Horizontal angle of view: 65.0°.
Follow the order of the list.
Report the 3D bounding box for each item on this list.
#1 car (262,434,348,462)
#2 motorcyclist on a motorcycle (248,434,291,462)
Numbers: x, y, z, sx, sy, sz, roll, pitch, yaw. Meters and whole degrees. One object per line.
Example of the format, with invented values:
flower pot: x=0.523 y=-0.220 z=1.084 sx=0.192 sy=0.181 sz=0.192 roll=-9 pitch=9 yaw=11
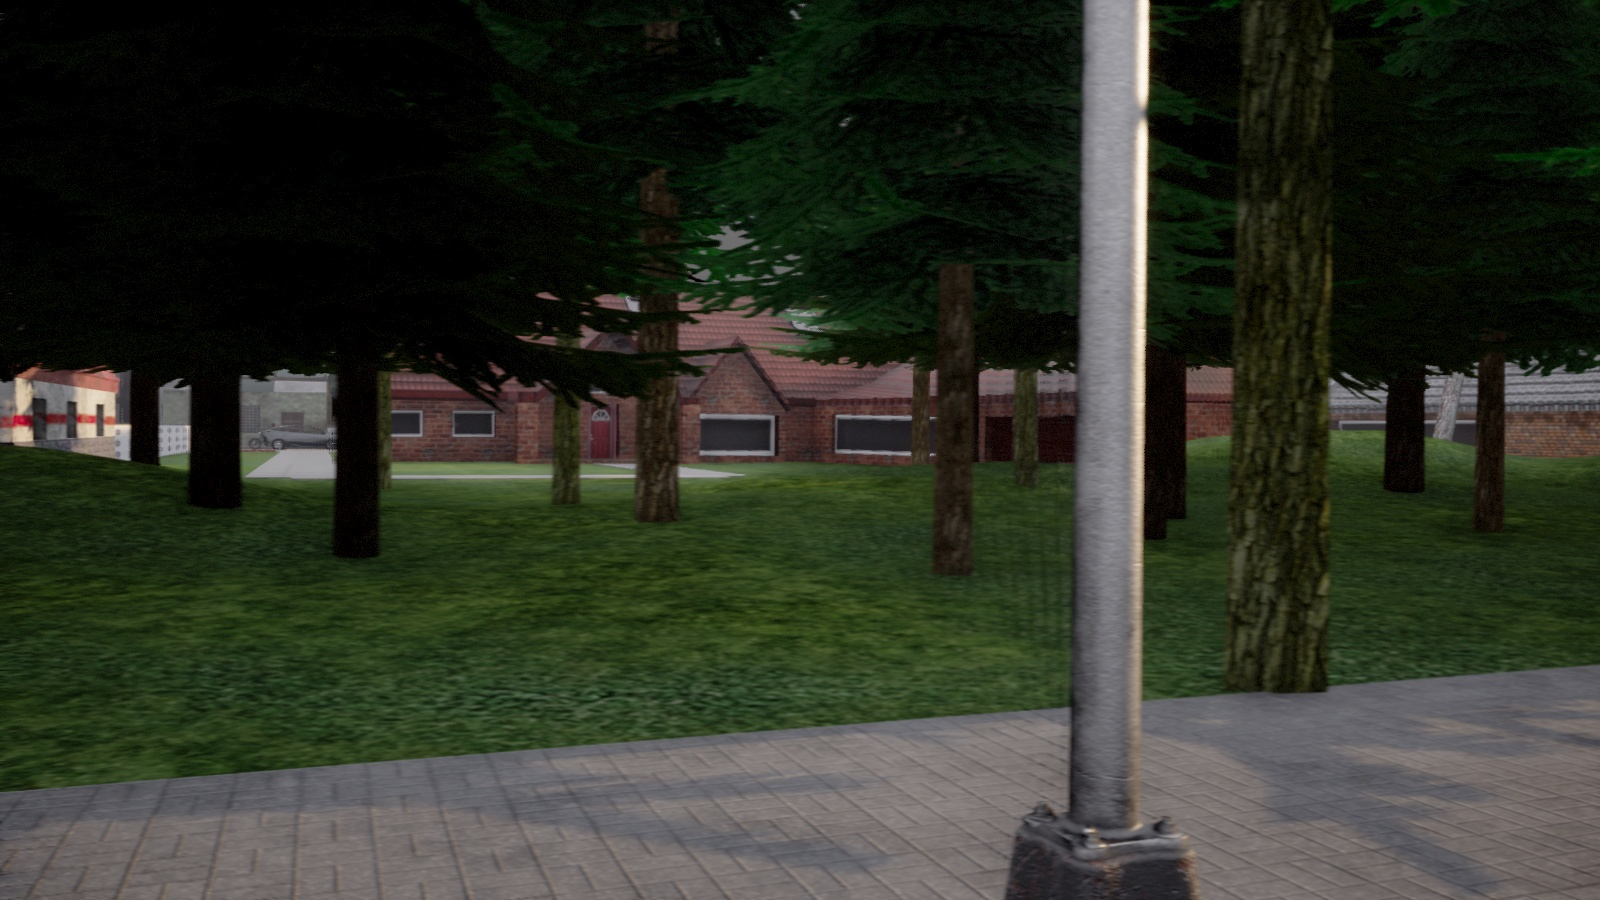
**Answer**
car: x=-28.462 y=-0.124 z=72.304 sx=4.514 sy=1.525 sz=2.007 roll=-1 pitch=1 yaw=-21
motorcyclist on a motorcycle: x=-31.798 y=-0.133 z=75.316 sx=2.350 sy=1.649 sz=0.766 roll=-1 pitch=1 yaw=-21
